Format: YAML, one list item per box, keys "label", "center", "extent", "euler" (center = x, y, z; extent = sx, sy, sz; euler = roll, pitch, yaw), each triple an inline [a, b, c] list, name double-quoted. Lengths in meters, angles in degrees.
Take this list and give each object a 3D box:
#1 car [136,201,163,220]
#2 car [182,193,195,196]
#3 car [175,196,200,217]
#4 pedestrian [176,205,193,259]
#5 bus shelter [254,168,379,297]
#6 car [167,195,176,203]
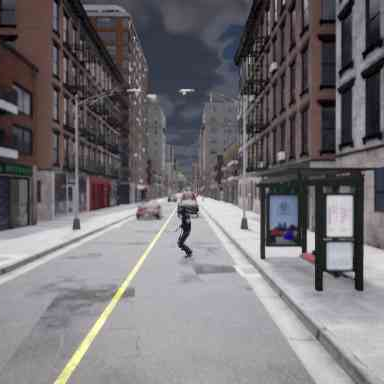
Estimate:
- label: "car"
  center: [-3.458, 1.480, 27.493]
  extent: [1.812, 1.442, 4.674]
  euler: [0, 0, -1]
- label: "car"
  center: [-0.502, 1.143, 45.557]
  extent: [2.150, 2.045, 5.566]
  euler: [0, 0, -3]
- label: "car"
  center: [-0.318, 1.427, 30.800]
  extent: [1.882, 1.535, 5.008]
  euler: [0, 0, -1]
- label: "pedestrian"
  center: [-0.231, 1.275, 11.002]
  extent: [0.375, 1.860, 0.375]
  euler: [0, 0, -11]
- label: "bus shelter"
  center: [3.020, 0.861, 9.046]
  extent: [1.920, 2.740, 3.880]
  euler: [0, 0, -1]
- label: "car"
  center: [-3.901, 1.384, 66.746]
  extent: [1.837, 1.490, 4.892]
  euler: [0, 0, 0]
